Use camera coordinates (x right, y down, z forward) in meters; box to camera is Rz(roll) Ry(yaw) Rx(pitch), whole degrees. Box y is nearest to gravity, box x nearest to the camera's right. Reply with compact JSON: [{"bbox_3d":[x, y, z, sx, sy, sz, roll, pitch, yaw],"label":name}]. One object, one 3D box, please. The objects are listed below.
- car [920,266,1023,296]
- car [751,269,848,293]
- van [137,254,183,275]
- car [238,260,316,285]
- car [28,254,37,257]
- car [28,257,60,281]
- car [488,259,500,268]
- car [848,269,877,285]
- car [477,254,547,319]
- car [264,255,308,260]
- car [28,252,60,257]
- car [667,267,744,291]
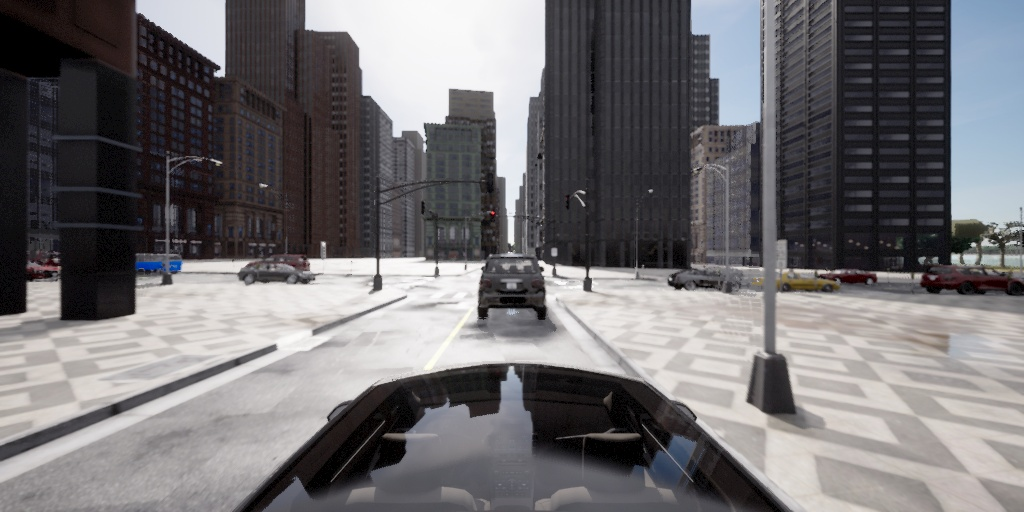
[{"bbox_3d":[29.060,1.550,22.744,5.009,1.841,2.192,0,0,0],"label":"car"},{"bbox_3d":[17.943,1.581,22.747,4.829,1.417,1.751,0,0,0],"label":"car"},{"bbox_3d":[-31.142,0.692,31.191,3.998,1.789,1.690,0,0,0],"label":"van"},{"bbox_3d":[-14.777,1.125,22.661,4.403,1.370,2.007,0,0,0],"label":"car"},{"bbox_3d":[-42.053,0.761,28.545,5.357,1.411,2.033,1,0,0],"label":"car"},{"bbox_3d":[-31.154,0.897,22.666,4.507,1.381,1.888,0,0,0],"label":"car"},{"bbox_3d":[-3.037,1.281,62.448,1.837,1.490,4.892,0,0,1],"label":"car"},{"bbox_3d":[29.070,1.780,31.269,4.507,1.381,1.888,0,0,0],"label":"car"},{"bbox_3d":[0.028,0.973,12.967,2.150,2.045,5.566,0,0,1],"label":"car"},{"bbox_3d":[-20.223,0.812,31.188,5.009,1.841,2.192,0,0,0],"label":"car"},{"bbox_3d":[-42.061,0.527,31.194,5.009,1.841,2.192,0,0,0],"label":"car"},{"bbox_3d":[12.130,1.534,22.749,4.313,1.339,1.948,0,0,0],"label":"car"}]
